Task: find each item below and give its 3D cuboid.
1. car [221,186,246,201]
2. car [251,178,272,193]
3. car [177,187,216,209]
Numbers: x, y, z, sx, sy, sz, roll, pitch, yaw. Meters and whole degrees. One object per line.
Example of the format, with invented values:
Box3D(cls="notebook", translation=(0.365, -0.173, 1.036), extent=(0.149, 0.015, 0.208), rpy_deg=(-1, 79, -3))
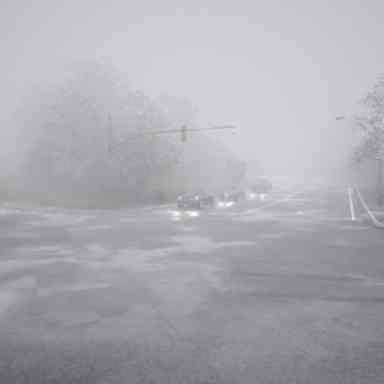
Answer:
Box3D(cls="car", translation=(4.818, 0.133, 38.615), extent=(2.128, 1.511, 4.902), rpy_deg=(1, 3, 25))
Box3D(cls="car", translation=(10.871, -1.051, 51.412), extent=(2.150, 2.045, 5.566), rpy_deg=(1, 4, 26))
Box3D(cls="car", translation=(0.454, 0.454, 29.270), extent=(2.097, 1.767, 4.553), rpy_deg=(1, 2, 25))
